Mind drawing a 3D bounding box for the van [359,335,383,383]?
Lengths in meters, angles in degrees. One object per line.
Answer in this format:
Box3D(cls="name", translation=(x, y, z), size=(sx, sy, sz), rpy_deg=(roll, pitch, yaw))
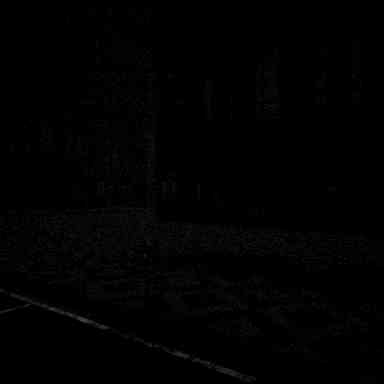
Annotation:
Box3D(cls="van", translation=(2.692, 1.341, 1.063), size=(3.998, 1.788, 1.690), rpy_deg=(0, 0, 35))
